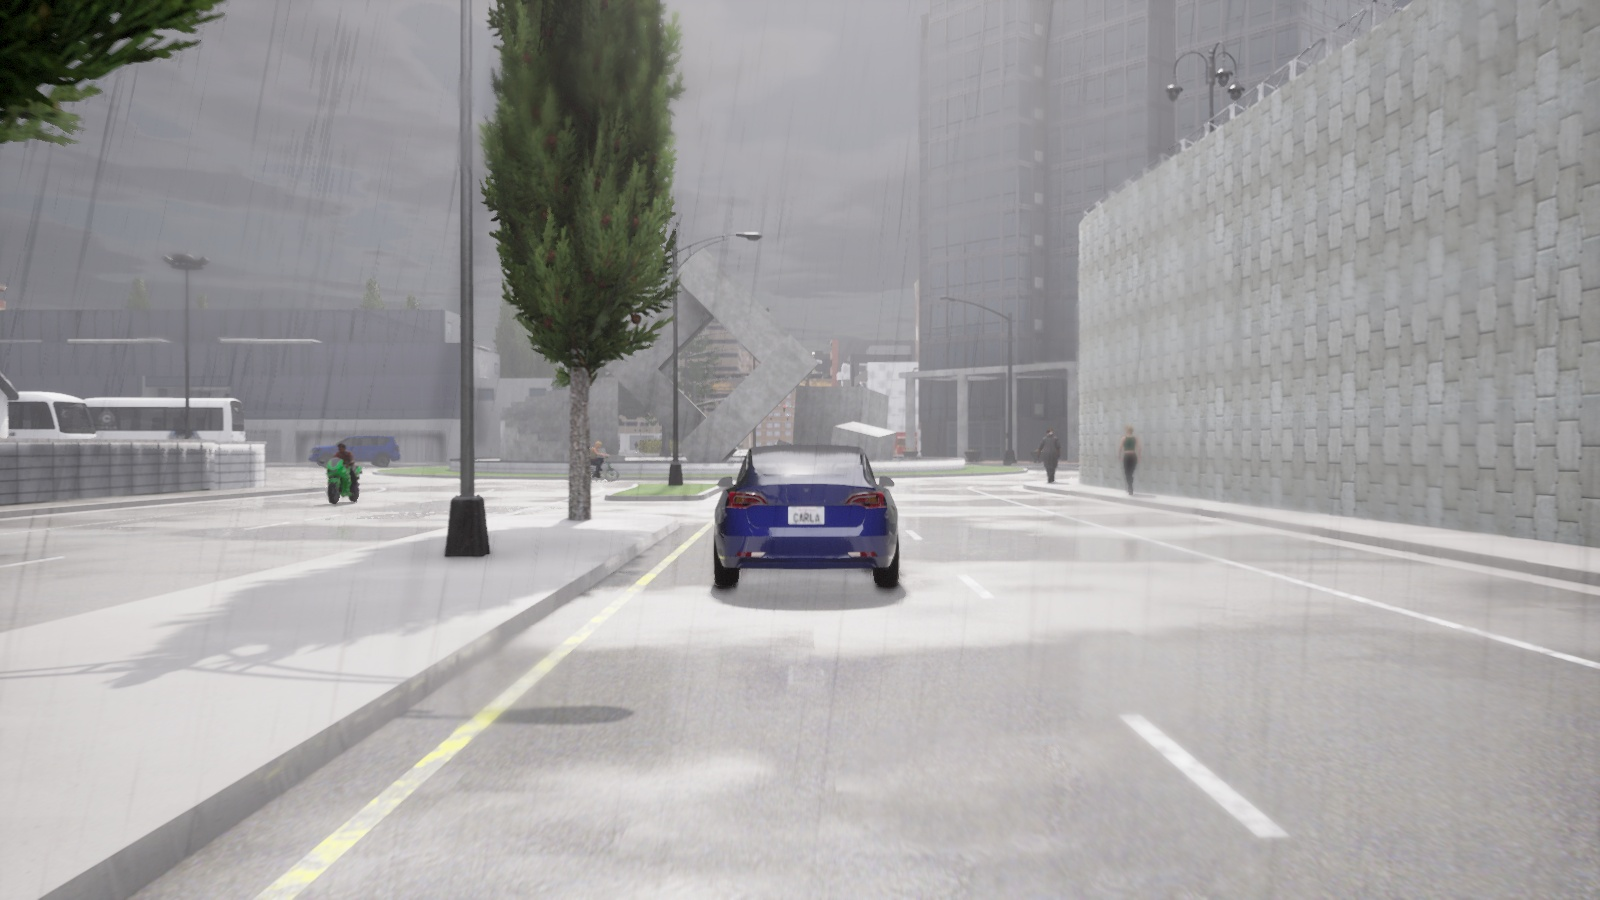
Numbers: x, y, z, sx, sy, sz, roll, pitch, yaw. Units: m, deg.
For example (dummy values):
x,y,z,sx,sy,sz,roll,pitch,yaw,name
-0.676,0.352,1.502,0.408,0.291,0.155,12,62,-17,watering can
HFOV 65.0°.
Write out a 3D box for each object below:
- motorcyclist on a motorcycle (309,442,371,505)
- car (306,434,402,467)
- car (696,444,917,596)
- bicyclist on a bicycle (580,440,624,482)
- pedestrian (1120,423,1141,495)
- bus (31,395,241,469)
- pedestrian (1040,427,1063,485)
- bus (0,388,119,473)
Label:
x,y,z,sx,sy,sz,roll,pitch,yaw,name
-11.390,0.560,31.182,0.797,1.523,2.044,0,0,0,motorcyclist on a motorcycle
-28.478,0.033,80.184,5.566,2.045,2.150,0,0,-25,car
0.071,0.669,14.678,2.163,1.488,4.792,0,0,0,car
-7.677,0.425,48.700,1.509,1.612,0.866,0,0,9,bicyclist on a bicycle
8.560,0.237,32.531,0.345,1.836,0.594,0,0,-3,pedestrian
-39.114,-1.038,74.387,10.273,4.253,3.944,0,0,-9,bus
8.572,0.184,42.740,0.659,1.952,0.873,0,0,18,pedestrian
-41.772,-0.994,65.627,10.273,4.253,3.944,0,0,2,bus
